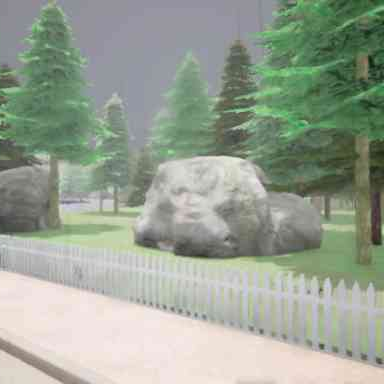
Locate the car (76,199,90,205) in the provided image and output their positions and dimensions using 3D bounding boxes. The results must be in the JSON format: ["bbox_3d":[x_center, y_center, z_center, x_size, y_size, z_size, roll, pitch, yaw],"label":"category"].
[{"bbox_3d":[-23.894,2.221,72.965,1.895,1.301,4.718,0,0,-31],"label":"car"}]

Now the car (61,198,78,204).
[{"bbox_3d":[-30.167,2.249,81.841,4.718,1.301,1.895,-1,-1,44],"label":"car"}]

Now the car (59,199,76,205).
[{"bbox_3d":[-27.071,2.123,71.497,1.882,1.535,5.008,0,0,-31],"label":"car"}]

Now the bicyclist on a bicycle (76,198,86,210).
[{"bbox_3d":[-14.838,1.665,44.851,1.656,1.620,0.582,-1,0,7],"label":"bicyclist on a bicycle"}]

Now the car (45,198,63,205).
[{"bbox_3d":[-33.359,2.246,80.120,5.357,1.411,2.033,-1,-1,44],"label":"car"}]
